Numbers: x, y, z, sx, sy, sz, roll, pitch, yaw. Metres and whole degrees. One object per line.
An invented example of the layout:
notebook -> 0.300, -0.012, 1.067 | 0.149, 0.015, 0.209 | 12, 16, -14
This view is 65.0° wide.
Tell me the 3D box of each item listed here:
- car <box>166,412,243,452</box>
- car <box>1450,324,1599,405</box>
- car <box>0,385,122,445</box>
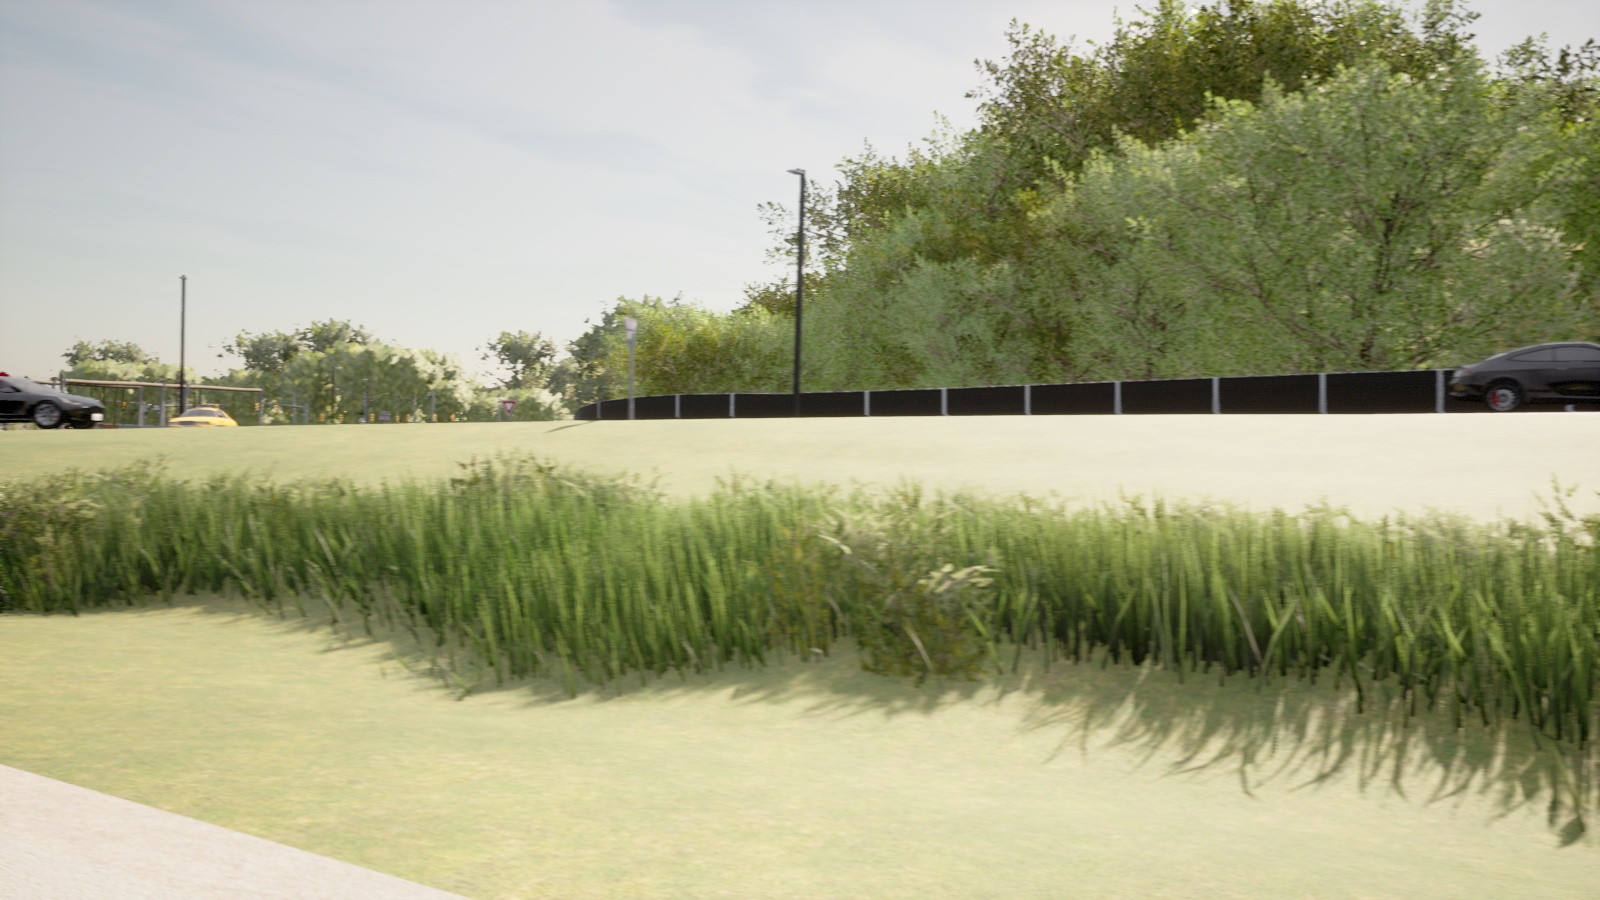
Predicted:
car -> -26.357, -0.755, 55.773 | 1.801, 1.575, 5.366 | -2, -1, -12
car -> 15.726, -1.716, 25.078 | 4.674, 1.442, 1.812 | -1, 0, 34
car -> -21.034, -0.881, 33.359 | 4.792, 1.488, 2.163 | -2, 1, -3
